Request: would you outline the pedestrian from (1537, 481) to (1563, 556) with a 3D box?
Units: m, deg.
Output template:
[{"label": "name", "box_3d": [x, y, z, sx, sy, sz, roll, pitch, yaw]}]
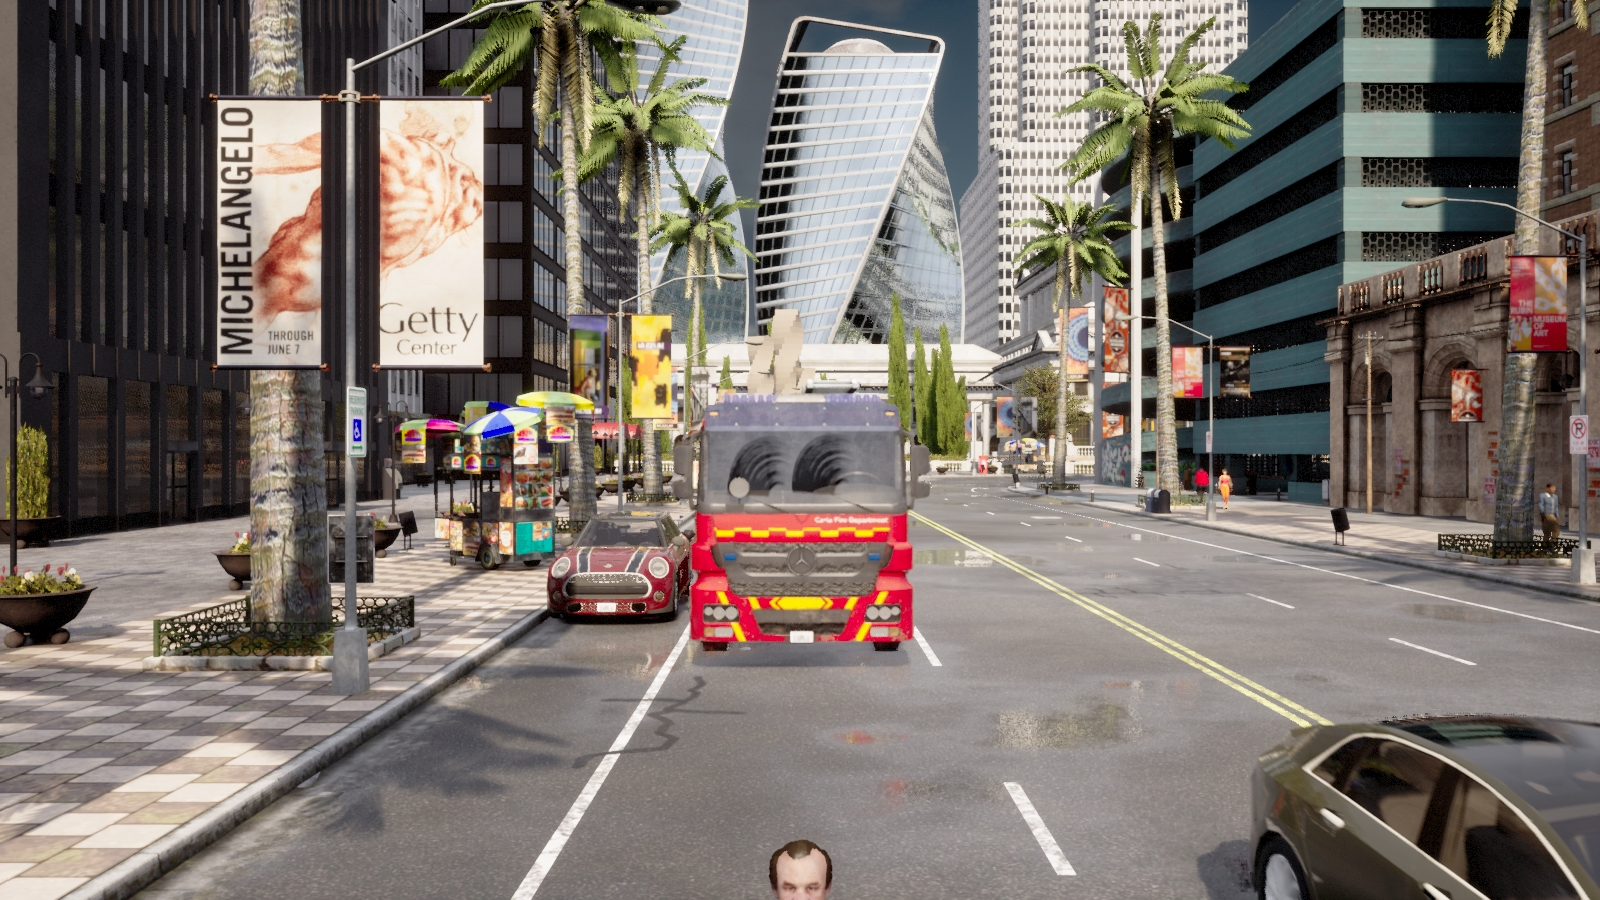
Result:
[{"label": "pedestrian", "box_3d": [18.660, 1.696, 28.432, 0.375, 1.860, 0.375, 0, 0, -11]}]

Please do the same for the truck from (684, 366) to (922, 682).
[{"label": "truck", "box_3d": [0.013, 0.890, 18.079, 2.891, 3.827, 8.468, 0, 0, 0]}]

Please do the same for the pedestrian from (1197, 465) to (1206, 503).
[{"label": "pedestrian", "box_3d": [19.998, 1.698, 56.888, 0.375, 1.860, 0.375, 0, 0, 10]}]

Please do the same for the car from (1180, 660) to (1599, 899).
[{"label": "car", "box_3d": [3.507, 2.061, 4.755, 2.231, 1.480, 4.892, 0, 0, 0]}]

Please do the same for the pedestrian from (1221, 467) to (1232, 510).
[{"label": "pedestrian", "box_3d": [18.719, 1.696, 50.165, 0.375, 1.860, 0.375, 0, 0, 31]}]

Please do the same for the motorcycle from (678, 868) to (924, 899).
[{"label": "motorcycle", "box_3d": [0.003, 2.182, 3.373, 0.856, 1.236, 1.805, 0, 0, 0]}]
